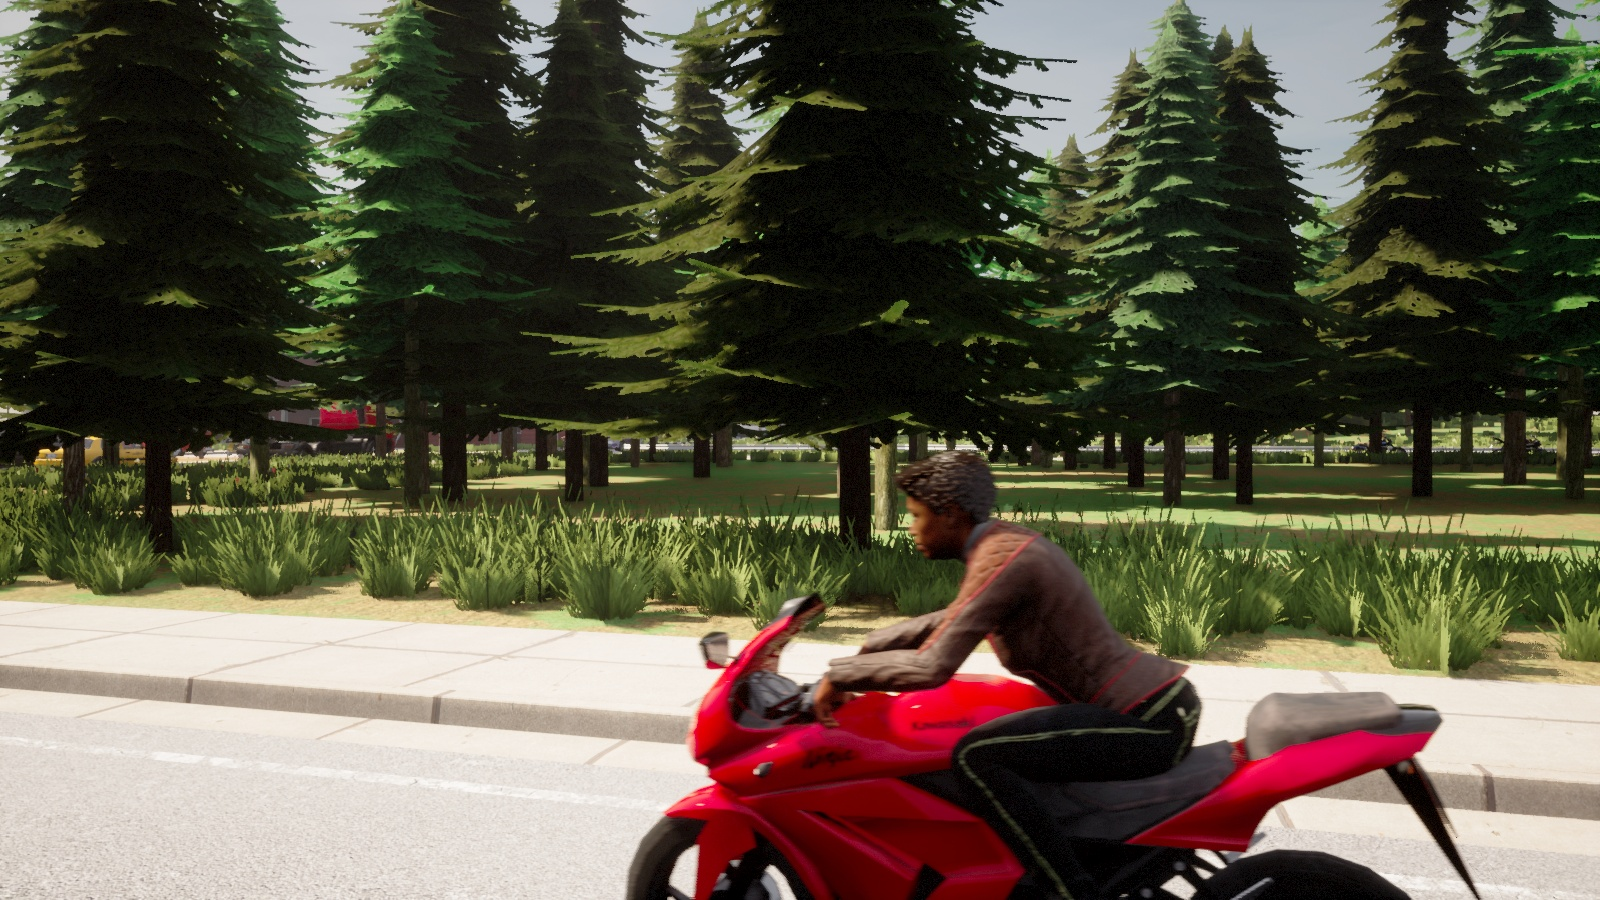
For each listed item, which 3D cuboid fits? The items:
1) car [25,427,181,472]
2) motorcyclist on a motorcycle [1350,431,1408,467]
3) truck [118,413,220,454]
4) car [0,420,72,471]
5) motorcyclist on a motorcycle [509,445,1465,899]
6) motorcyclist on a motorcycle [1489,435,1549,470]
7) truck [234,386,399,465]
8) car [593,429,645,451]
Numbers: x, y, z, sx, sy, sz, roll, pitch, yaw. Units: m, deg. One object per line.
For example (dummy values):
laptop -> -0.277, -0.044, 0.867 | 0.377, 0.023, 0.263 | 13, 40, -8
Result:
car -> -26.046, -0.062, 47.189 | 1.801, 1.575, 5.366 | 1, 1, 17
motorcyclist on a motorcycle -> 26.680, -0.050, 57.884 | 2.350, 1.649, 0.766 | 1, 1, 18
truck -> -38.957, -1.052, 77.573 | 5.204, 2.467, 2.627 | 0, 1, 16
car -> -29.847, -0.191, 46.762 | 1.932, 1.855, 4.605 | 1, 1, 17
motorcyclist on a motorcycle -> 0.398, 0.761, 3.059 | 2.044, 1.523, 0.797 | 1, 1, 19
motorcyclist on a motorcycle -> 32.092, 0.084, 56.067 | 2.191, 1.530, 0.866 | 1, 1, 19
truck -> -22.403, -1.152, 58.788 | 2.891, 3.462, 7.936 | 1, 1, 17
car -> -13.997, -0.828, 97.340 | 2.033, 1.649, 4.856 | 1, 1, 17
